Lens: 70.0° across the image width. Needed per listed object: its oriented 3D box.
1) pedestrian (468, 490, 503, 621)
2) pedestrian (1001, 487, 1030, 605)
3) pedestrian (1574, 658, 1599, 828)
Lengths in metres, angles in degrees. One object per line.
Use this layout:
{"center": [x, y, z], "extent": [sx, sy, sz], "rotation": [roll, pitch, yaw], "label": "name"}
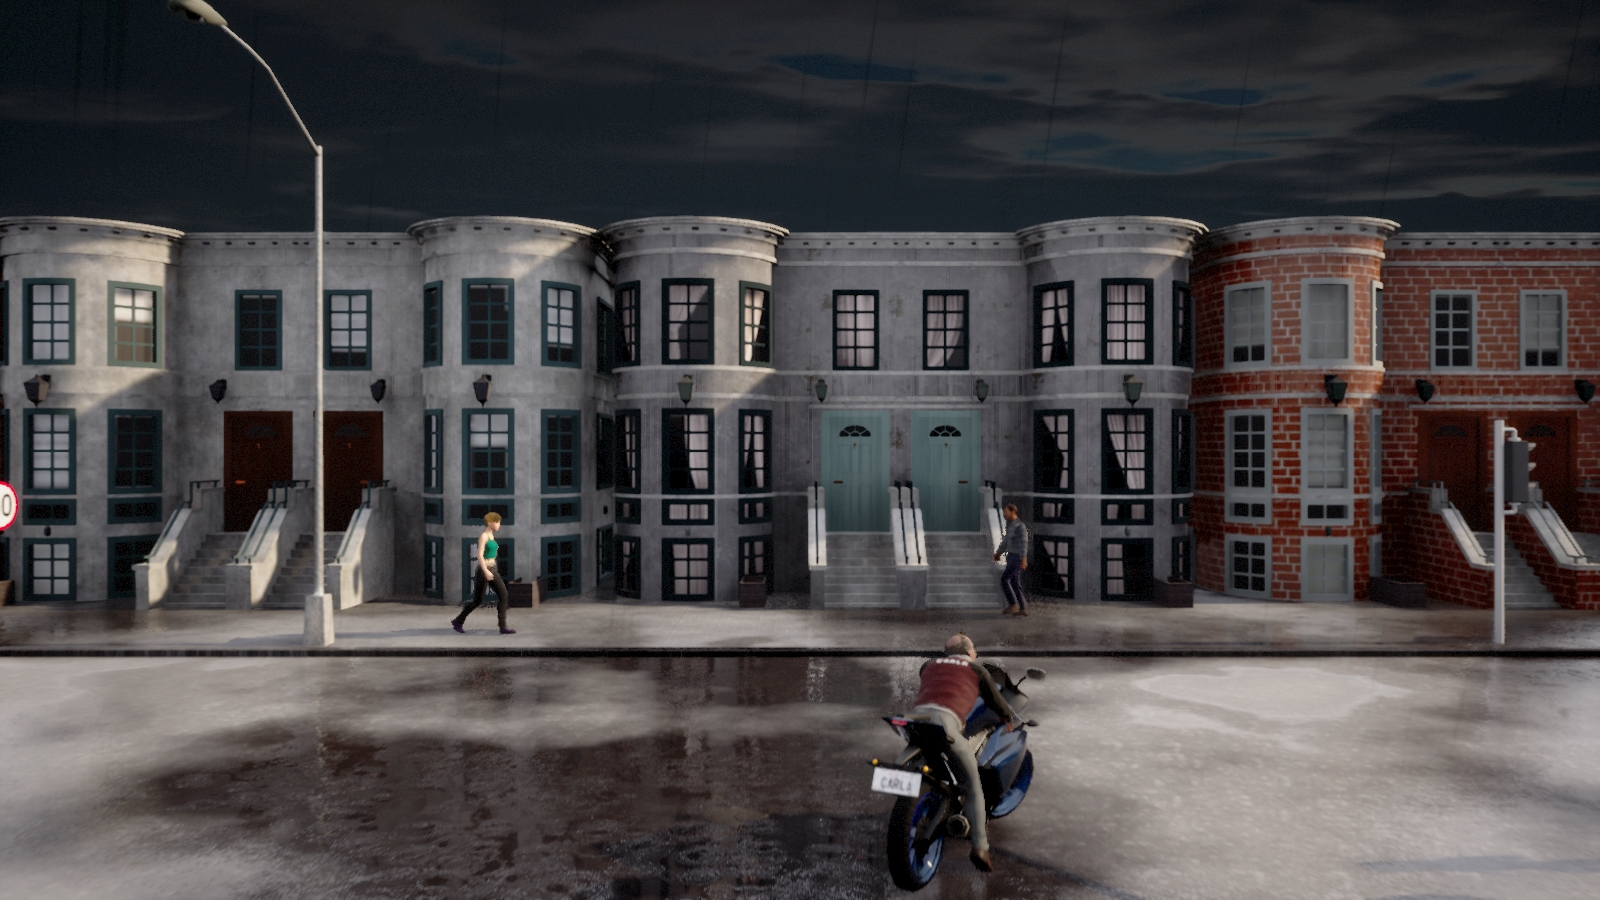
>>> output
{"center": [-4.582, 1.524, 16.653], "extent": [0.375, 1.860, 0.375], "rotation": [0, 0, 9], "label": "pedestrian"}
{"center": [3.450, 1.524, 18.291], "extent": [0.375, 1.860, 0.375], "rotation": [0, 0, -4], "label": "pedestrian"}
{"center": [5.678, 2.009, 7.767], "extent": [0.500, 1.100, 0.500], "rotation": [0, 0, -25], "label": "pedestrian"}
